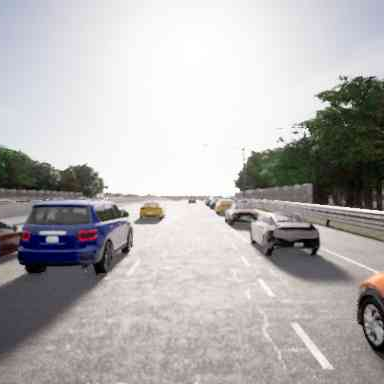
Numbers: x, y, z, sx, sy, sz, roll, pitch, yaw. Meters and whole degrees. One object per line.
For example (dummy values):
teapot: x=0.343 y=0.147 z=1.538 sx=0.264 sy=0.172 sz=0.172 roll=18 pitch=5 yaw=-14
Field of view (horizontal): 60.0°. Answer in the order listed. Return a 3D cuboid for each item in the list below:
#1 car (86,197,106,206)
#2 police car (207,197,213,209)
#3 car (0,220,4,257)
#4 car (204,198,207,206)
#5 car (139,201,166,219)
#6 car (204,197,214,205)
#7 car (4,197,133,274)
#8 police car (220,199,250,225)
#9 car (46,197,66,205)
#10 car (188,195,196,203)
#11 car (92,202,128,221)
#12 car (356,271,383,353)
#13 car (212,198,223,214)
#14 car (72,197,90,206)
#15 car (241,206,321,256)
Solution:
car: x=-17.501 y=1.715 z=60.786 sx=2.128 sy=1.511 sz=4.902 roll=0 pitch=-1 yaw=1
police car: x=3.520 y=1.591 z=46.374 sx=2.038 sy=1.542 sz=4.974 roll=0 pitch=0 yaw=0
car: x=-6.895 y=1.554 z=10.773 sx=1.812 sy=1.442 sz=4.674 roll=0 pitch=0 yaw=0
car: x=3.524 y=1.687 z=57.418 sx=2.163 sy=1.488 sz=4.792 roll=0 pitch=-1 yaw=0
car: x=-3.387 y=1.514 z=29.207 sx=1.882 sy=1.535 sz=5.008 roll=0 pitch=0 yaw=0
car: x=3.529 y=1.790 z=68.591 sx=1.801 sy=1.575 sz=5.366 roll=0 pitch=-1 yaw=0
car: x=-3.395 y=1.250 z=10.785 sx=2.150 sy=2.045 sz=5.566 roll=0 pitch=0 yaw=0
police car: x=3.511 y=1.543 z=24.339 sx=2.038 sy=1.542 sz=4.974 roll=0 pitch=0 yaw=0
car: x=-27.971 y=1.845 z=68.713 sx=2.128 sy=1.511 sz=4.902 roll=0 pitch=-1 yaw=0
car: x=0.025 y=1.981 z=78.002 sx=1.895 sy=1.301 sz=4.718 roll=0 pitch=-1 yaw=0
car: x=-6.888 y=1.601 z=28.300 sx=1.994 sy=1.385 sz=4.181 roll=0 pitch=0 yaw=0
car: x=3.602 y=1.364 z=3.346 sx=2.097 sy=1.767 sz=4.553 roll=0 pitch=0 yaw=0
car: x=3.515 y=1.519 z=35.356 sx=1.882 sy=1.535 sz=5.008 roll=0 pitch=0 yaw=0
car: x=-20.981 y=1.751 z=63.005 sx=1.837 sy=1.490 sz=4.892 roll=0 pitch=0 yaw=0
car: x=3.506 y=1.525 z=13.323 sx=2.128 sy=1.511 sz=4.902 roll=0 pitch=0 yaw=0
